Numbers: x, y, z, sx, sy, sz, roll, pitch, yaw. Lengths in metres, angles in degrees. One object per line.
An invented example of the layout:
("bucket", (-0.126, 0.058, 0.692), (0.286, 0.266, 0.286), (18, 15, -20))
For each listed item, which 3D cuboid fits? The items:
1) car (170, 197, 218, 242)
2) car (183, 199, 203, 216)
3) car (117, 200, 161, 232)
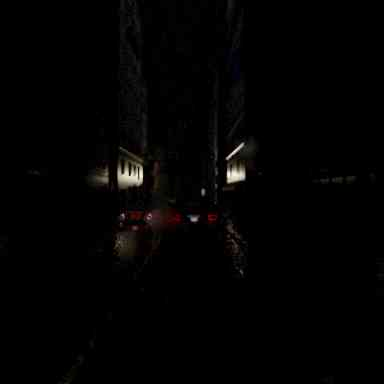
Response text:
("car", (0.092, 1.249, 16.537), (2.150, 2.045, 5.566), (0, 0, 0))
("car", (0.087, 1.539, 34.075), (1.882, 1.535, 5.008), (0, 0, 0))
("car", (-3.107, 1.386, 20.311), (2.097, 1.767, 4.553), (0, 0, 0))
